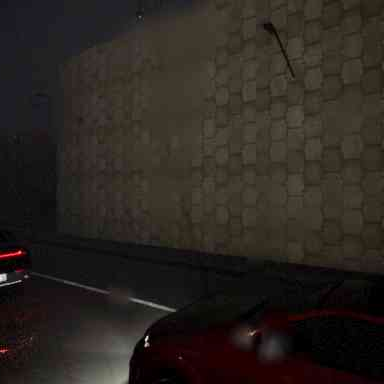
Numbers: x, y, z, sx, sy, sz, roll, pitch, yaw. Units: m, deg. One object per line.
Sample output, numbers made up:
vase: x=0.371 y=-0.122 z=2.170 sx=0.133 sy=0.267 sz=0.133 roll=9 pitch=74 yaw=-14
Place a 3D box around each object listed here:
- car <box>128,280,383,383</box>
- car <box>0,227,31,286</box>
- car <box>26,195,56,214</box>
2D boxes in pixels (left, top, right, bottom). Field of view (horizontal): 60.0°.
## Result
car: x=1.394 y=1.564 z=2.997 sx=4.181 sy=1.385 sz=1.994 roll=0 pitch=0 yaw=36
car: x=-5.855 y=1.503 z=8.171 sx=4.892 sy=1.490 sz=1.837 roll=0 pitch=0 yaw=36
car: x=-12.921 y=1.057 z=31.037 sx=2.128 sy=1.511 sz=4.902 roll=0 pitch=5 yaw=35
